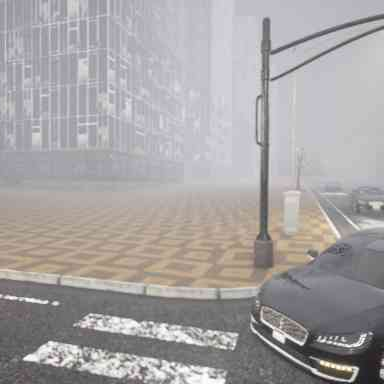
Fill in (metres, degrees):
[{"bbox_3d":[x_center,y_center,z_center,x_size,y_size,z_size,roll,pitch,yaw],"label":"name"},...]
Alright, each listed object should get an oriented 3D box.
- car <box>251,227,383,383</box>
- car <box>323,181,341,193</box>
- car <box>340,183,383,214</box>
[{"bbox_3d":[3.144,1.395,5.152,4.892,1.490,1.837,-2,6,-30],"label":"car"},{"bbox_3d":[17.187,-0.662,40.590,1.994,1.385,4.181,1,3,18],"label":"car"},{"bbox_3d":[10.707,0.426,20.300,2.128,1.511,4.902,1,3,18],"label":"car"}]
